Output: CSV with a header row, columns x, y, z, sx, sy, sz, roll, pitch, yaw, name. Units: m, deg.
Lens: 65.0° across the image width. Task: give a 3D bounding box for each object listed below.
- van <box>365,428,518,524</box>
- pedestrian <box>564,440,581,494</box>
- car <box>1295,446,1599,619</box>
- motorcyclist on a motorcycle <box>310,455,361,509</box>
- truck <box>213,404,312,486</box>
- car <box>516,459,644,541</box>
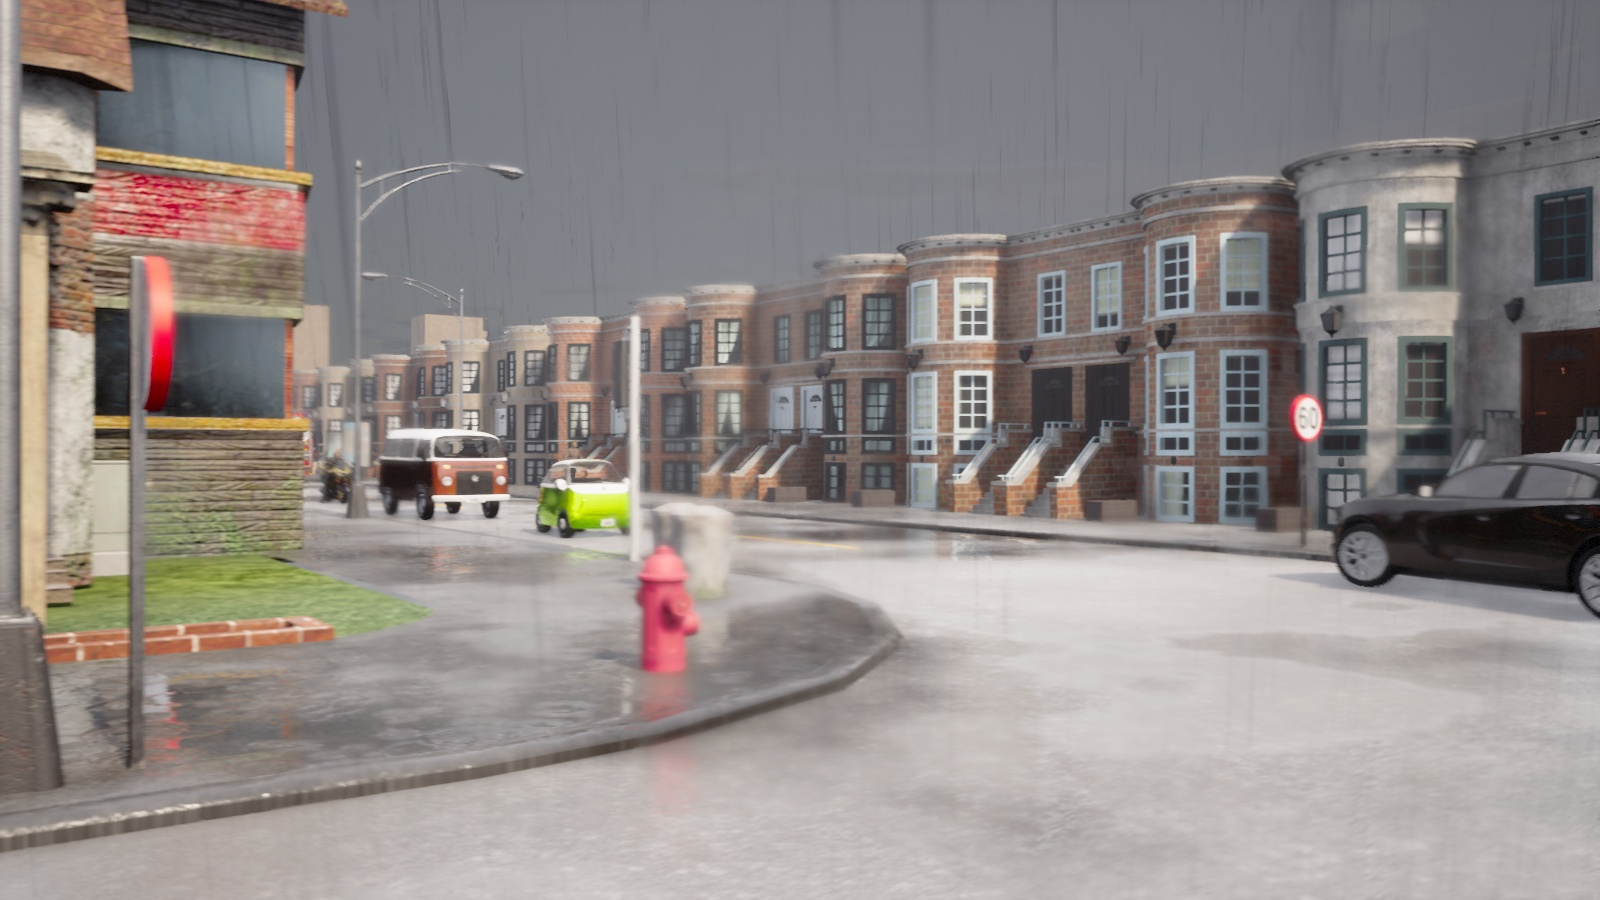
x,y,z,sx,sy,sz,roll,pitch,yaw,name
-8.347,0.557,28.969,2.069,2.038,4.480,0,0,-35,van
-7.895,0.578,43.504,0.331,1.846,0.634,0,0,-36,pedestrian
7.541,0.738,12.818,1.882,1.535,5.008,0,0,-18,car
-13.454,0.897,36.314,0.866,1.530,2.191,0,0,-35,motorcyclist on a motorcycle
-27.001,-0.209,62.800,2.891,3.827,8.468,0,0,-35,truck
-4.000,0.864,22.724,1.481,1.376,2.207,0,-1,-35,car
